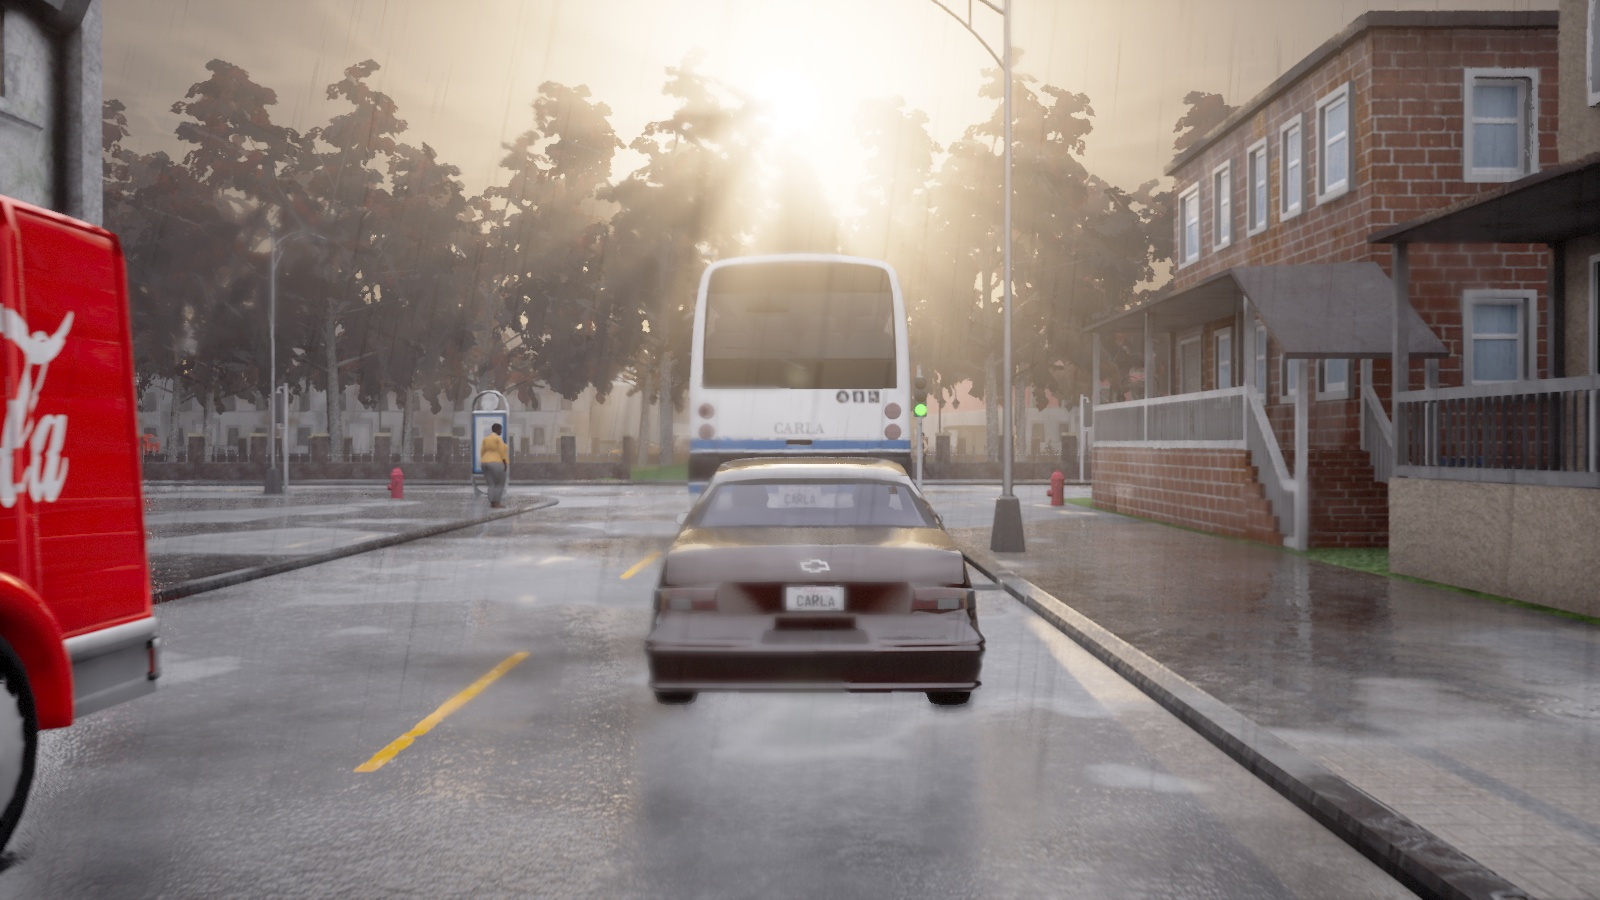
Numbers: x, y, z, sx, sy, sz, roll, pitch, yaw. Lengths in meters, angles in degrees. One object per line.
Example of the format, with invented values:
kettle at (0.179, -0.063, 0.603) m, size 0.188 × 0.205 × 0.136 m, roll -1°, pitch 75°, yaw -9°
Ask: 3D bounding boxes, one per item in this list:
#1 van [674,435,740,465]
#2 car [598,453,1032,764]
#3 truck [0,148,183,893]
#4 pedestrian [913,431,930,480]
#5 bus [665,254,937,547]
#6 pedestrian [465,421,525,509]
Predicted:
van at (-6.463, 0.006, 87.531) m, size 4.480 × 2.038 × 2.069 m, roll 0°, pitch 0°, yaw 0°
car at (0.068, 0.749, 8.560) m, size 2.033 × 1.411 × 5.357 m, roll 0°, pitch 0°, yaw 0°
truck at (-3.968, 0.241, 2.776) m, size 2.627 × 2.467 × 5.204 m, roll 0°, pitch 0°, yaw 0°
pedestrian at (4.604, 0.211, 47.505) m, size 0.594 × 1.836 × 0.345 m, roll 0°, pitch 0°, yaw 0°
bus at (0.151, -0.753, 23.410) m, size 3.944 × 4.253 × 10.273 m, roll 0°, pitch 0°, yaw 2°
pedestrian at (-6.553, 0.309, 27.011) m, size 0.874 × 1.855 × 0.900 m, roll 0°, pitch 0°, yaw 32°
